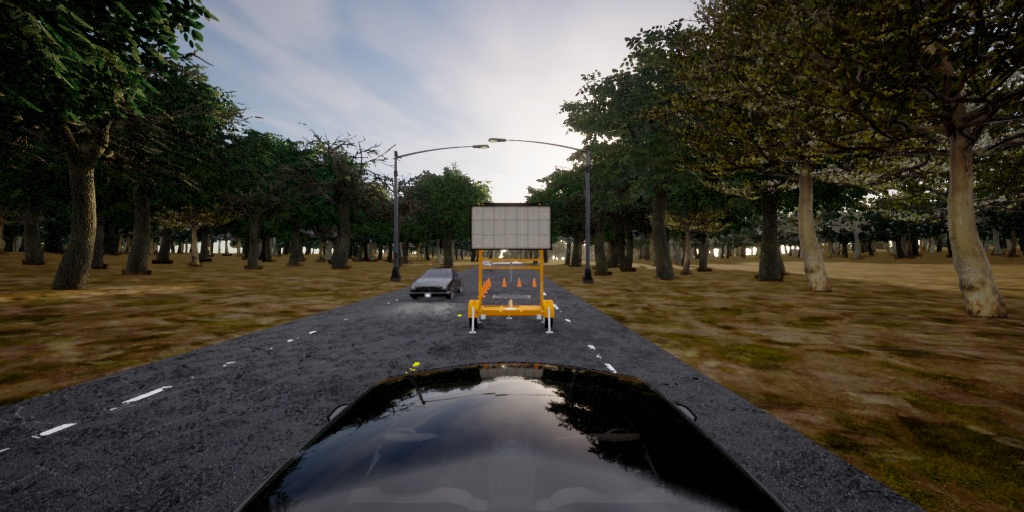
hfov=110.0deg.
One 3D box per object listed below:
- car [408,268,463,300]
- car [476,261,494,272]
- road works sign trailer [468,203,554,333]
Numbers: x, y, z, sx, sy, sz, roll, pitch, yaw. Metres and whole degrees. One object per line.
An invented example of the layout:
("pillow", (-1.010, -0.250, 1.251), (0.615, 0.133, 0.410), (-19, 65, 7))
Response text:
("car", (-3.621, 1.315, 18.090), (2.033, 1.411, 5.357), (0, 0, 0))
("car", (-3.560, 1.339, 47.574), (1.812, 1.442, 4.674), (0, 0, 0))
("road works sign trailer", (-0.027, 0.223, 10.723), (2.380, 3.560, 2.880), (0, 0, 0))
